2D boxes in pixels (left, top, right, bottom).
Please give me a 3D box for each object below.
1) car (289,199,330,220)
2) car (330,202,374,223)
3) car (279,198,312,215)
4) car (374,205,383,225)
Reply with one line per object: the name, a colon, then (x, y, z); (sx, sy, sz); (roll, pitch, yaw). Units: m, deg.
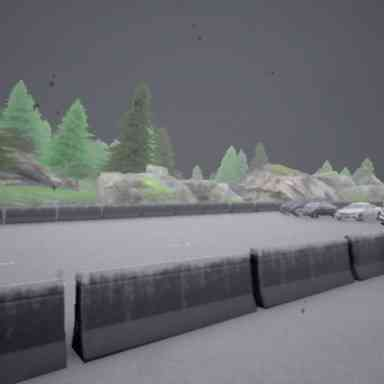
car: (10.895, 1.564, 28.963); (4.674, 1.442, 1.812); (0, 0, -35)
car: (13.305, 1.565, 26.383); (4.674, 1.442, 1.812); (0, 0, -35)
car: (10.819, 1.395, 33.203); (4.553, 1.767, 2.097); (0, 0, -35)
car: (14.991, 1.565, 23.287); (4.674, 1.442, 1.812); (0, 0, -35)
